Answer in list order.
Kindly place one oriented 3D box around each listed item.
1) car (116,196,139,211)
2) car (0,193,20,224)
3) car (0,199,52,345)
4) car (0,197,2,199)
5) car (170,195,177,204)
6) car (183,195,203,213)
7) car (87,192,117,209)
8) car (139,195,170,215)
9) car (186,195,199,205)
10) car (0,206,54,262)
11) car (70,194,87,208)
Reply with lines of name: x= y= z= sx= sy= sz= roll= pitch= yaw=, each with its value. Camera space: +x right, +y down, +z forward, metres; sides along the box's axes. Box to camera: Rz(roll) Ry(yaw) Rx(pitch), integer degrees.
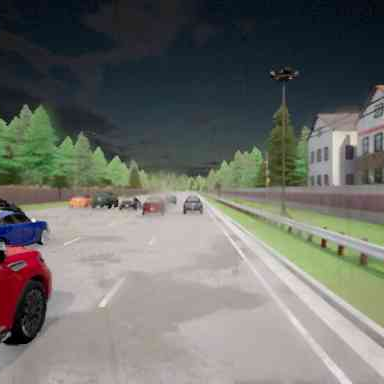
car: x=-6.914 y=1.297 z=37.651 sx=1.812 sy=1.442 sz=4.674 roll=0 pitch=0 yaw=0
car: x=-13.899 y=1.087 z=22.045 sx=2.150 sy=2.045 sz=5.566 roll=0 pitch=0 yaw=0
car: x=-3.399 y=1.201 z=3.159 sx=2.150 sy=2.045 sz=5.566 roll=0 pitch=0 yaw=0
car: x=-10.400 y=1.123 z=16.170 sx=2.150 sy=2.045 sz=5.566 roll=0 pitch=0 yaw=0
car: x=-3.401 y=1.222 z=53.710 sx=2.033 sy=1.411 sz=5.357 roll=0 pitch=0 yaw=0
car: x=0.100 y=1.290 z=33.232 sx=2.128 sy=1.511 sz=4.902 roll=0 pitch=0 yaw=0
car: x=-10.400 y=0.978 z=40.134 sx=2.150 sy=2.045 sz=5.566 roll=0 pitch=0 yaw=0
car: x=-3.401 y=1.290 z=30.948 sx=1.882 sy=1.535 sz=5.008 roll=0 pitch=0 yaw=0
car: x=0.099 y=1.222 z=53.791 sx=2.033 sy=1.411 sz=5.357 roll=0 pitch=0 yaw=0
car: x=-6.900 y=1.405 z=11.878 sx=1.882 sy=1.535 sz=5.008 roll=0 pitch=0 yaw=0
car: x=-13.901 y=1.093 z=42.614 sx=2.097 sy=1.767 sz=4.553 roll=0 pitch=0 yaw=0
